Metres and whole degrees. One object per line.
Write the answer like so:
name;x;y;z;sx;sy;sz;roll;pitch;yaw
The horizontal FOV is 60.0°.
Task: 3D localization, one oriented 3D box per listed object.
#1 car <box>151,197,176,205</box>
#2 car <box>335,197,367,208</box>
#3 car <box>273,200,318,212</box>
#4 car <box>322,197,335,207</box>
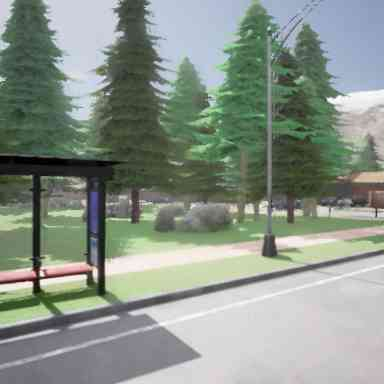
car;-5.362;1.567;61.007;5.357;1.411;2.033;0;0;44
car;22.335;1.199;46.204;4.605;1.855;1.932;0;0;-37
car;12.319;1.554;40.163;2.033;1.411;5.357;0;0;-40
car;20.518;1.200;47.985;3.866;1.878;1.905;0;0;-37
